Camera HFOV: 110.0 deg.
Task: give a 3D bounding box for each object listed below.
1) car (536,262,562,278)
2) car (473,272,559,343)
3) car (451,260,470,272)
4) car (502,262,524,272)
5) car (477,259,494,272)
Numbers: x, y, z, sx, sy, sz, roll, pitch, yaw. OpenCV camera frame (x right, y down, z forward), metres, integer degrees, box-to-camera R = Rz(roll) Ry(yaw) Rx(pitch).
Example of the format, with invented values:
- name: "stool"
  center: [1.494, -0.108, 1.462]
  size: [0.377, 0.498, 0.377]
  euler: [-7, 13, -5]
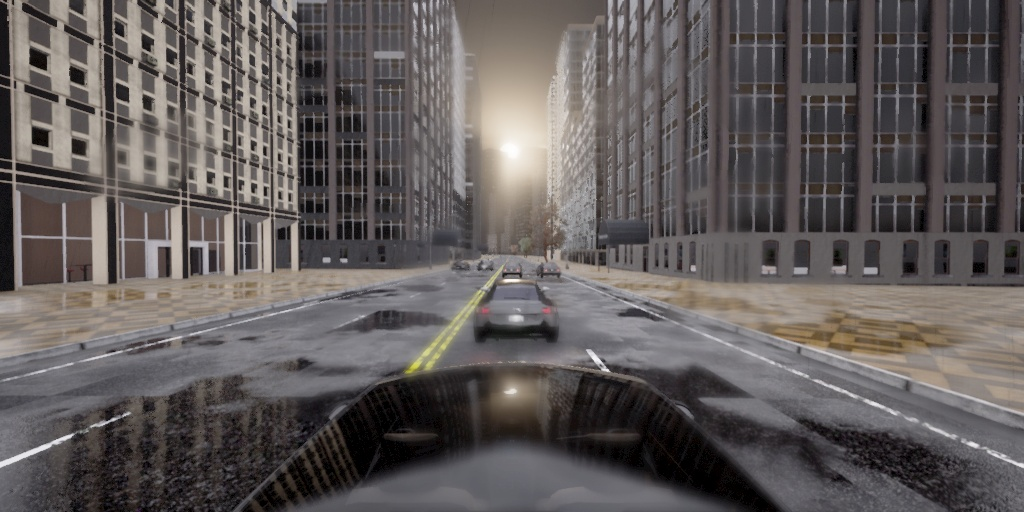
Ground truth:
- name: "car"
  center: [3.356, 1.263, 33.292]
  size: [2.033, 1.411, 5.357]
  euler: [0, 0, -2]
- name: "car"
  center: [0.096, 1.307, 9.673]
  size: [1.994, 1.385, 4.181]
  euler: [0, 0, 0]
- name: "car"
  center: [-6.551, 1.258, 45.952]
  size: [1.994, 1.385, 4.181]
  euler: [0, 0, 1]
- name: "car"
  center: [0.065, 1.262, 33.642]
  size: [2.033, 1.411, 5.357]
  euler: [0, 0, 2]
- name: "car"
  center: [-3.304, 1.187, 45.414]
  size: [2.128, 1.511, 4.902]
  euler: [0, 0, 1]
